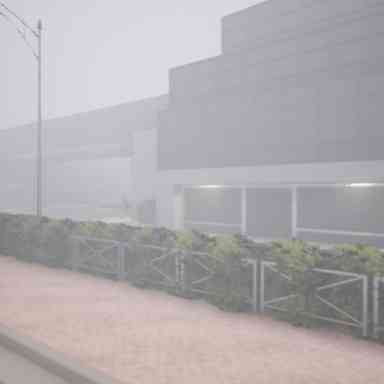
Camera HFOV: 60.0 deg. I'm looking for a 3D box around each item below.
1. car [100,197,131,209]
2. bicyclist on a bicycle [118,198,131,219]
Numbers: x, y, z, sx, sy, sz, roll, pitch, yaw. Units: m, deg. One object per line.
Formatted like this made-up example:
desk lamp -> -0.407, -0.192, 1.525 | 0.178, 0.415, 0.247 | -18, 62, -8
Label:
car -> -10.129, 1.441, 44.532 | 1.812, 1.442, 4.674 | 0, 0, 35
bicyclist on a bicycle -> -5.155, 1.256, 25.766 | 1.656, 1.620, 0.582 | 0, 0, 36
